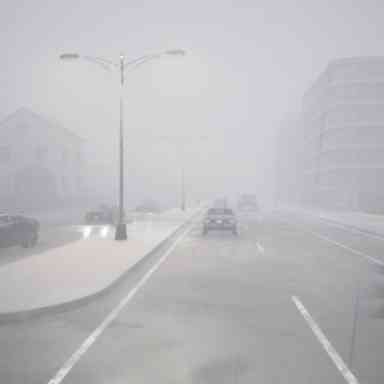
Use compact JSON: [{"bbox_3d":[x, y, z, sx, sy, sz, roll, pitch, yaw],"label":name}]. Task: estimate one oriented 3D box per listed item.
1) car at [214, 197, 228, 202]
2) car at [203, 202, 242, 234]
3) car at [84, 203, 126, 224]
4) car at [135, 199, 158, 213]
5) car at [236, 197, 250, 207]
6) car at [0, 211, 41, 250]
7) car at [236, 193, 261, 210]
[{"bbox_3d":[4.076,1.473,46.829,2.128,1.511,4.902,0,0,5],"label":"car"},{"bbox_3d":[1.599,1.539,19.175,2.033,1.411,5.357,0,0,5],"label":"car"},{"bbox_3d":[-6.193,1.523,24.043,1.994,1.385,4.181,0,0,5],"label":"car"},{"bbox_3d":[-4.975,1.480,37.202,1.812,1.442,4.674,0,0,5],"label":"car"},{"bbox_3d":[8.059,1.555,53.180,1.994,1.385,4.181,0,0,5],"label":"car"},{"bbox_3d":[-7.310,1.456,11.762,2.128,1.511,4.902,0,0,6],"label":"car"},{"bbox_3d":[7.141,1.217,42.812,2.150,2.045,5.566,0,0,5],"label":"car"}]
